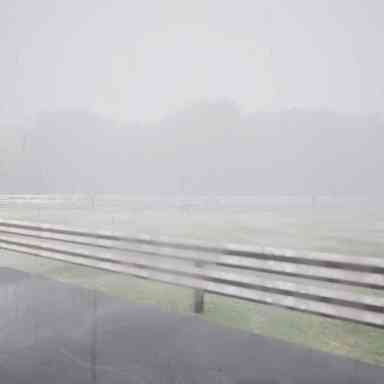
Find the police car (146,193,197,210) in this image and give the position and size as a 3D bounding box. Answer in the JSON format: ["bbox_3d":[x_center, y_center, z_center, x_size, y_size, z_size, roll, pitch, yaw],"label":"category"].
[{"bbox_3d":[-2.056,0.953,34.458,5.238,1.638,1.930,0,0,2],"label":"police car"}]
